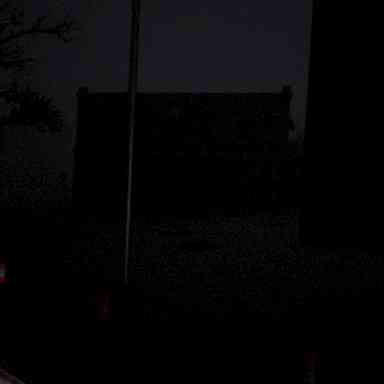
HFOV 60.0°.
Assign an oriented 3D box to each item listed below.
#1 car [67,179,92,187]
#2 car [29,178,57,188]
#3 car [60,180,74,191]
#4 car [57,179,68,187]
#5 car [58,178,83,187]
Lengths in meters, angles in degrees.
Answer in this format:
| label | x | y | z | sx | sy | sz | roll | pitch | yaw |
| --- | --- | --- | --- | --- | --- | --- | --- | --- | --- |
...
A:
| label | x | y | z | sx | sy | sz | roll | pitch | yaw |
| --- | --- | --- | --- | --- | --- | --- | --- | --- | --- |
| car | -24.870 | -1.994 | 73.369 | 4.892 | 1.521 | 2.231 | 4 | 3 | 20 |
| car | -28.660 | -1.822 | 63.002 | 4.553 | 1.767 | 2.185 | 4 | 3 | 20 |
| car | -18.669 | -0.796 | 54.313 | 1.812 | 1.442 | 4.674 | 4 | 3 | 20 |
| car | -27.742 | -1.769 | 65.611 | 5.008 | 1.535 | 2.097 | 4 | 3 | 20 |
| car | -25.788 | -2.041 | 70.761 | 4.553 | 1.767 | 2.185 | 4 | 3 | 20 |
